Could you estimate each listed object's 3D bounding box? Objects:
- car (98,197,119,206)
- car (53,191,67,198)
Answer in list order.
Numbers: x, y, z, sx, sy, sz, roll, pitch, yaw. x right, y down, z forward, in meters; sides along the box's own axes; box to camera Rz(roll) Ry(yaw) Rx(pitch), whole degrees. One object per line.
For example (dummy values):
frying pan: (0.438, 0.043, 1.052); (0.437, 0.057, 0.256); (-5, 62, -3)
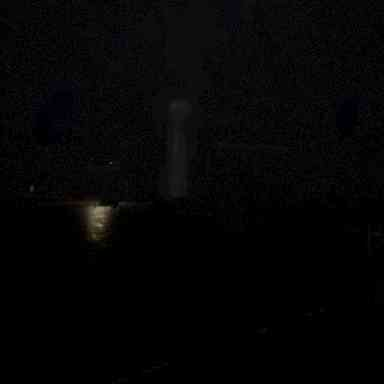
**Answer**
car: (-13.421, 1.489, 53.614); (1.895, 1.301, 4.718); (2, 0, -35)
car: (-34.387, 0.667, 87.777); (1.882, 1.535, 5.008); (2, 0, -35)
